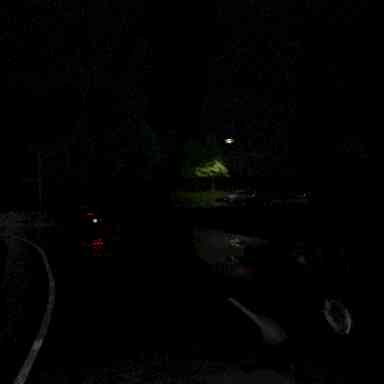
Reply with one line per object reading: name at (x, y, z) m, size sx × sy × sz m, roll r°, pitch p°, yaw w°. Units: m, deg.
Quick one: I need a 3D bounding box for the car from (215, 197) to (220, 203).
car at (6.003, 1.167, 57.673) m, size 4.181 × 1.385 × 1.994 m, roll -2°, pitch 0°, yaw -28°

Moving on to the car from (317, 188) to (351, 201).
car at (24.108, 0.367, 55.627) m, size 5.566 × 2.045 × 2.150 m, roll -1°, pitch 0°, yaw -28°

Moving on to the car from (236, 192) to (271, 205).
car at (9.122, 1.096, 47.437) m, size 4.674 × 1.442 × 1.812 m, roll -1°, pitch 0°, yaw -28°

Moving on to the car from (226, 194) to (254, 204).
car at (7.907, 1.133, 54.733) m, size 4.181 × 1.385 × 1.994 m, roll -2°, pitch 0°, yaw -28°

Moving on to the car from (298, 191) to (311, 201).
car at (21.269, 0.788, 58.057) m, size 4.181 × 1.385 × 1.994 m, roll -2°, pitch 0°, yaw -28°

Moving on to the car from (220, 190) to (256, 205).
car at (7.557, 0.816, 50.565) m, size 5.566 × 2.045 × 2.150 m, roll -2°, pitch 0°, yaw -28°

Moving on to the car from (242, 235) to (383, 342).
car at (2.670, 1.506, 6.478) m, size 1.895 × 1.301 × 4.718 m, roll -1°, pitch 0°, yaw -15°

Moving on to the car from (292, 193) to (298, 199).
car at (21.693, 0.547, 62.270) m, size 4.553 × 1.767 × 2.097 m, roll -1°, pitch 0°, yaw -29°

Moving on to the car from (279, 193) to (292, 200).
car at (19.324, 0.832, 64.954) m, size 4.718 × 1.301 × 1.895 m, roll -2°, pitch 0°, yaw -29°

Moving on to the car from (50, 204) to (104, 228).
car at (-7.962, 1.603, 22.833) m, size 4.892 × 1.490 × 1.837 m, roll -1°, pitch -1°, yaw 42°
